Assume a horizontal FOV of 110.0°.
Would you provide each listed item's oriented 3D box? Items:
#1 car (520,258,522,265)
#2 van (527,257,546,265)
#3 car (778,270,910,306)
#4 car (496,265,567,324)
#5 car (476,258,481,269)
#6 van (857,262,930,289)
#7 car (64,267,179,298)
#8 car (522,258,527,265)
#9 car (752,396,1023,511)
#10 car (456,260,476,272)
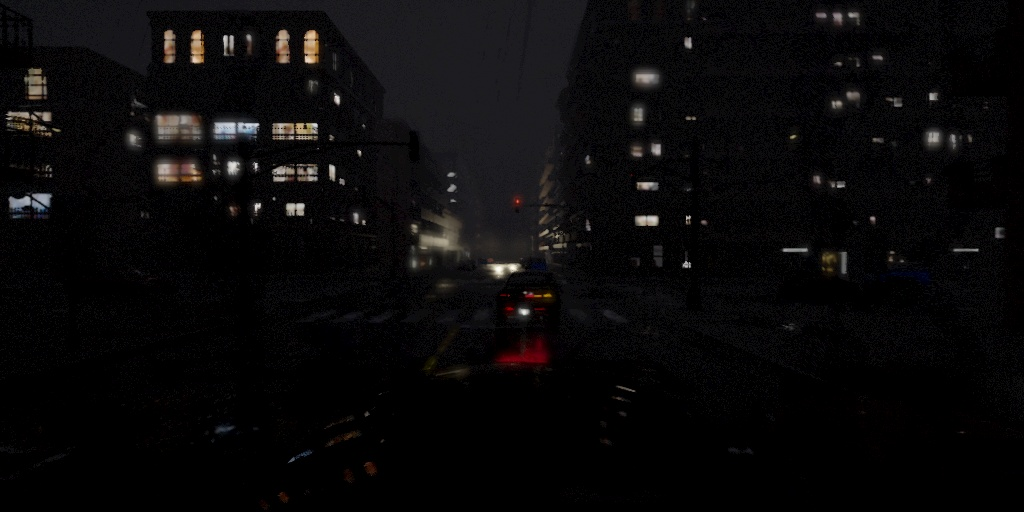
[{"bbox_3d":[2.662,1.184,55.789,1.751,1.417,4.829,0,0,0],"label":"car"},{"bbox_3d":[2.800,1.012,39.084,1.690,1.789,3.998,0,0,0],"label":"van"},{"bbox_3d":[14.704,1.461,16.314,4.507,1.381,1.888,0,0,0],"label":"car"},{"bbox_3d":[0.744,1.228,11.968,1.837,1.490,4.892,0,0,10],"label":"car"},{"bbox_3d":[-5.861,1.227,50.148,1.948,1.339,4.313,0,0,0],"label":"car"},{"bbox_3d":[26.085,1.285,24.669,3.998,1.789,1.690,0,0,0],"label":"van"},{"bbox_3d":[-17.749,1.175,16.358,4.207,1.307,1.802,0,0,0],"label":"car"},{"bbox_3d":[2.709,0.980,44.580,2.192,1.841,5.009,0,0,0],"label":"car"},{"bbox_3d":[2.798,1.334,1.184,1.802,1.307,4.207,0,0,0],"label":"car"},{"bbox_3d":[-5.858,1.247,44.626,1.802,1.307,4.207,0,0,0],"label":"car"}]
